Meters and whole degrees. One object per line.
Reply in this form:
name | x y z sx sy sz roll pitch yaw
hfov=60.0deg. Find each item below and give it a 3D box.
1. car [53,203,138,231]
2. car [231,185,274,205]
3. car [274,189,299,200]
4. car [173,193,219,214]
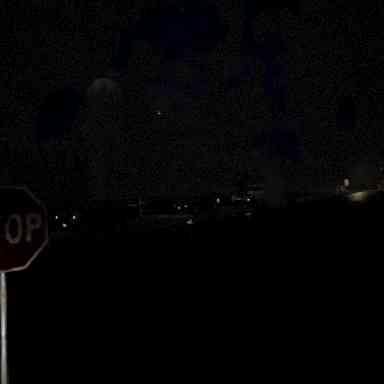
car | -5.337 1.325 18.897 1.895 1.301 4.718 -2 1 34
car | 6.258 0.281 35.247 2.150 2.045 5.566 -2 1 36
car | 12.473 0.277 43.889 2.033 1.411 5.357 -2 1 36
car | 0.412 0.892 27.043 1.837 1.490 4.892 -2 1 36
